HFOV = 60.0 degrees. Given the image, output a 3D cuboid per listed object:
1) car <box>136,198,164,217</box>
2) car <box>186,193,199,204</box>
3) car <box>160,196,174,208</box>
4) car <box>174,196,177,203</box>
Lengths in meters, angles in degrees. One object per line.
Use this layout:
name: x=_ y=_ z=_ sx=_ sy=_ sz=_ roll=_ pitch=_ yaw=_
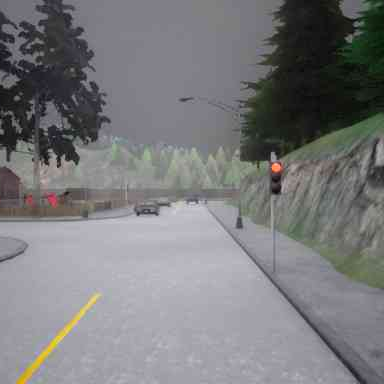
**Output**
car: x=-4.067 y=1.564 z=31.458 sx=1.994 sy=1.385 sz=4.181 roll=0 pitch=0 yaw=0
car: x=0.068 y=1.221 z=62.571 sx=2.150 sy=2.045 sz=5.566 roll=0 pitch=0 yaw=0
car: x=-4.045 y=1.477 z=47.563 sx=1.882 sy=1.535 sz=5.008 roll=0 pitch=0 yaw=0
car: x=-3.927 y=1.560 z=67.318 sx=2.033 sy=1.411 sz=5.357 roll=0 pitch=0 yaw=0
